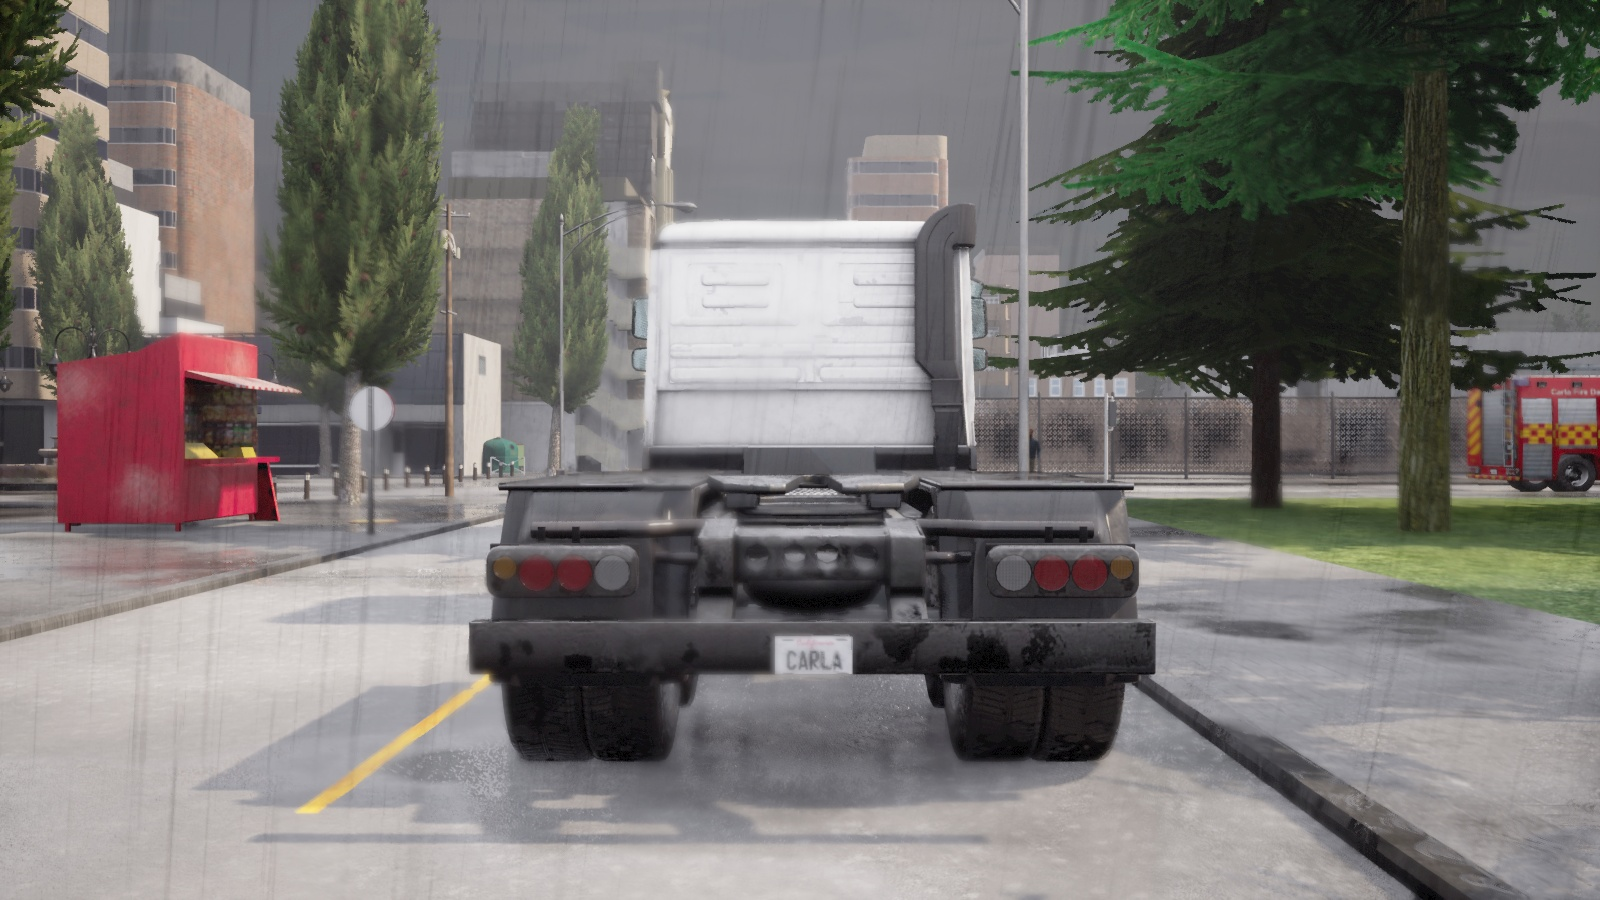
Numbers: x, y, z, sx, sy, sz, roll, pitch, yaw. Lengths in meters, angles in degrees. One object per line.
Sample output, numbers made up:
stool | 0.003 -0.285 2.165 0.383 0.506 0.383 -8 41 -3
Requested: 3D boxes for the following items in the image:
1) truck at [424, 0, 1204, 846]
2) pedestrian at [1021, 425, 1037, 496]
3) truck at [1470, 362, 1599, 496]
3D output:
truck | 0.072 -0.284 8.629 2.891 3.462 7.936 0 0 0
pedestrian | 6.064 0.273 33.256 0.370 1.835 0.726 0 0 6
truck | 24.945 -0.609 37.322 8.468 3.827 2.891 0 0 0
